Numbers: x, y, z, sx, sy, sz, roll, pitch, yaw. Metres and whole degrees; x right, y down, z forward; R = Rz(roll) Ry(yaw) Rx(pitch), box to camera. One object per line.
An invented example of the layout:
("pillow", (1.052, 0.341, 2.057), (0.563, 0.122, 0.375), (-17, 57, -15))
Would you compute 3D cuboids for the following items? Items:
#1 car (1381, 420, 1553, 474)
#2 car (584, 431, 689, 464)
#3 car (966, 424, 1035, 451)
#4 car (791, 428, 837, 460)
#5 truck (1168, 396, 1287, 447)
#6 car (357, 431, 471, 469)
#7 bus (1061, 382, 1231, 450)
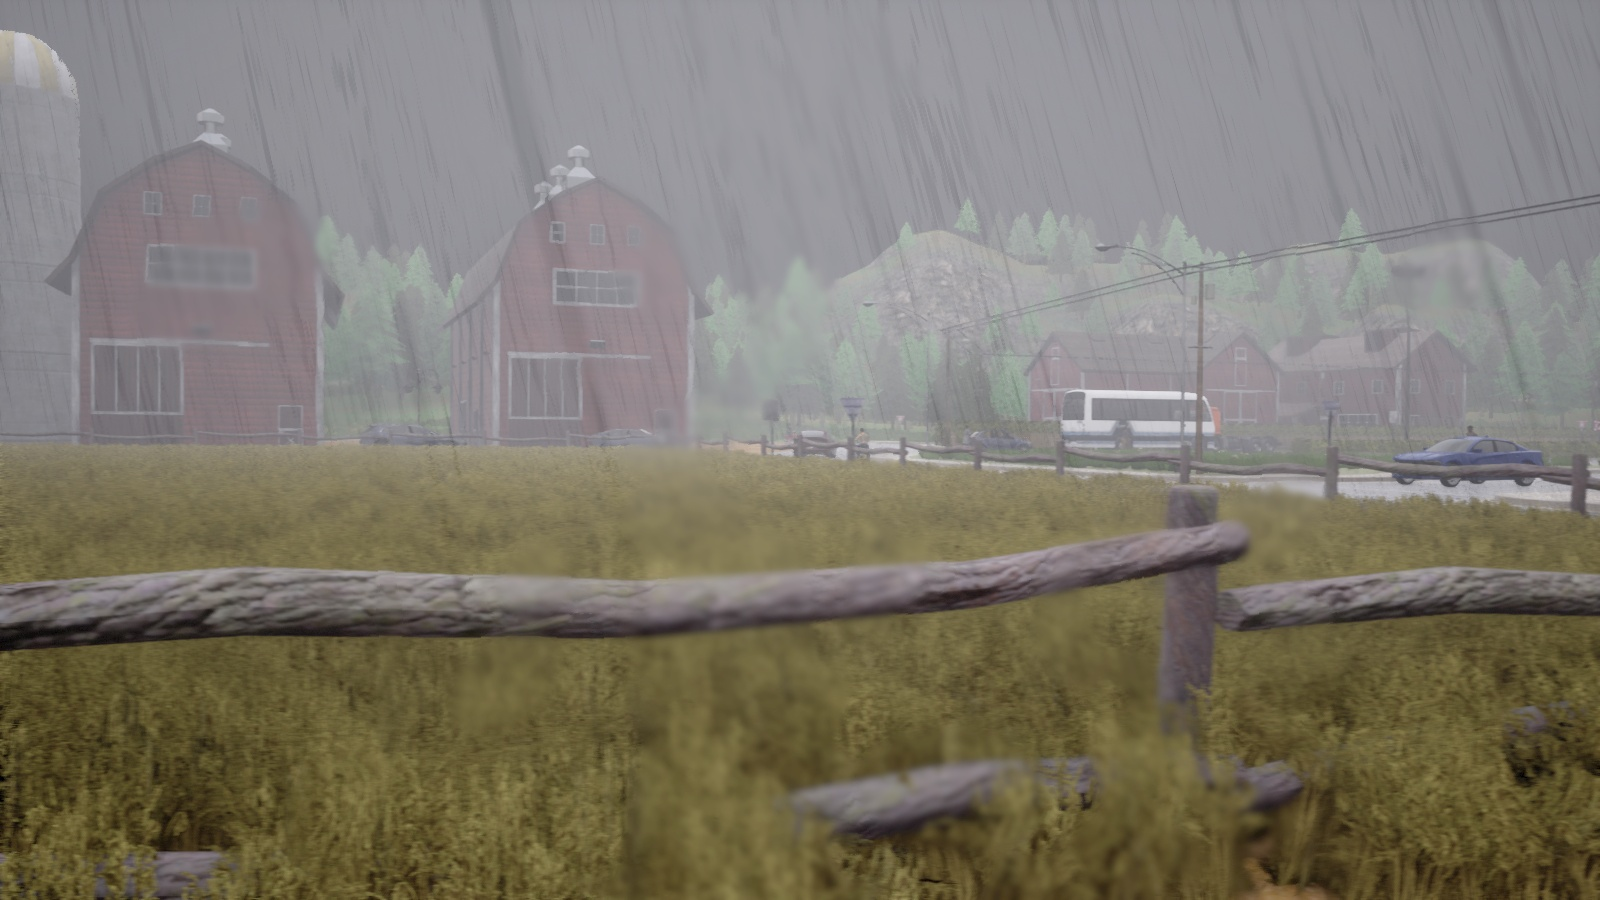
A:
("car", (20.557, -0.119, 38.673), (5.008, 1.535, 1.882), (-1, 1, -22))
("car", (-7.910, -0.129, 61.123), (4.792, 1.488, 2.163), (-1, 1, 0))
("car", (12.637, -0.791, 79.266), (3.988, 1.617, 1.851), (0, 1, -5))
("car", (0.787, -0.353, 65.382), (1.882, 1.535, 5.008), (-1, 1, 6))
("truck", (30.413, -2.047, 89.325), (7.936, 3.462, 2.891), (-1, 1, -21))
("car", (-18.005, -0.033, 58.622), (4.856, 1.649, 2.033), (-1, 1, -24))
("bus", (22.727, -2.235, 82.578), (10.273, 4.253, 3.944), (-1, 1, -18))
